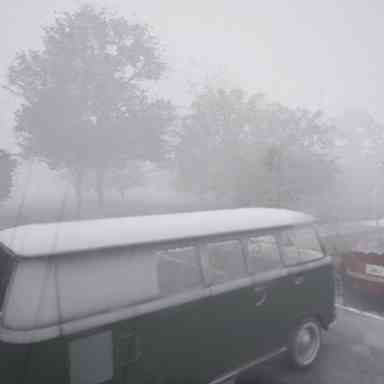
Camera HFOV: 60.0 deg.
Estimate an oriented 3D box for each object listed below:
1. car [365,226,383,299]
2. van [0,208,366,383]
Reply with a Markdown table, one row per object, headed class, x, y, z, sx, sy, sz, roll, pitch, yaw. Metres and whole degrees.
| class | x | y | z | sx | sy | sz | roll | pitch | yaw |
| --- | --- | --- | --- | --- | --- | --- | --- | --- | --- |
| car | 5.424 | 1.510 | 7.775 | 4.792 | 1.488 | 2.163 | -1 | 0 | -36 |
| van | 0.053 | 1.251 | 4.093 | 4.442 | 1.987 | 1.878 | -1 | 0 | -37 |
